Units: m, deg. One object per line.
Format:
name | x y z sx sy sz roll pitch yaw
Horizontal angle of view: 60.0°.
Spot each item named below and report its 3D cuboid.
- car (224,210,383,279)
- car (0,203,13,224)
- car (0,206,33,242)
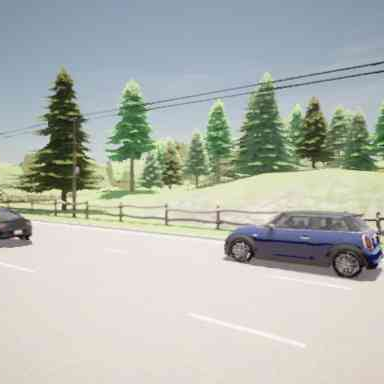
car | 3.245 1.330 10.274 4.553 1.767 2.097 0 0 36
car | -14.441 1.437 22.891 4.718 1.301 1.895 0 0 35
car | -8.778 1.424 14.553 4.674 1.442 1.812 0 0 35
